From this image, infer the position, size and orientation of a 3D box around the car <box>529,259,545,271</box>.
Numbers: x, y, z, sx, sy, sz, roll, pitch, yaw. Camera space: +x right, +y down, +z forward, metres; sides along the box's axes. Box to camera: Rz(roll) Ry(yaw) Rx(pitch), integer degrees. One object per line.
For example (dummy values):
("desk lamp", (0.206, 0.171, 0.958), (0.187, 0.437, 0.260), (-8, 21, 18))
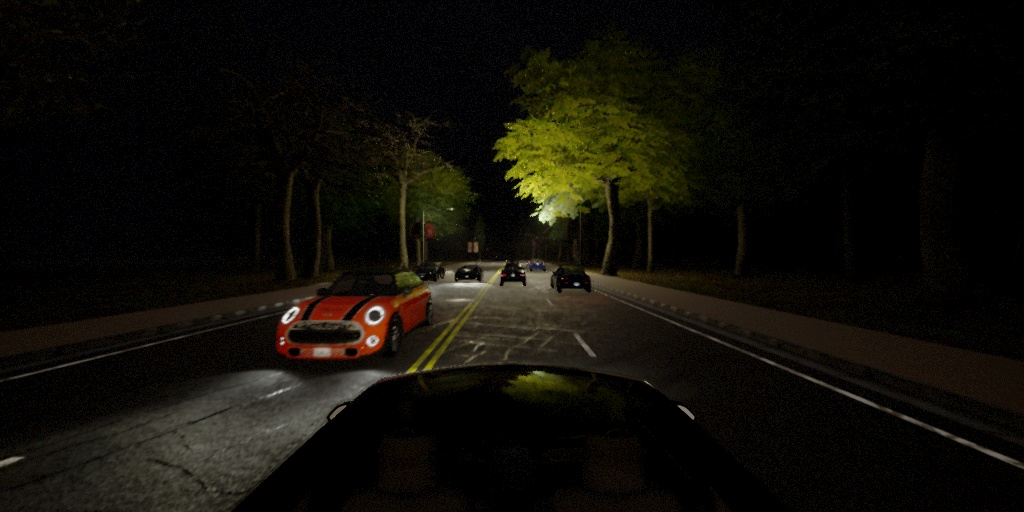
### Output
("car", (3.308, 1.133, 48.587), (2.097, 1.767, 4.553), (0, 0, 0))

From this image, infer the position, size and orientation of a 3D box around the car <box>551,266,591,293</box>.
("car", (3.358, 1.293, 20.916), (1.812, 1.442, 4.674), (0, 0, 0))

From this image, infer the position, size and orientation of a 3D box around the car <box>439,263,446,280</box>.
("car", (-6.546, 1.250, 28.660), (2.128, 1.511, 4.902), (0, 0, 1))

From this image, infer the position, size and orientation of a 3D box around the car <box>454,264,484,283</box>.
("car", (-3.300, 1.327, 28.259), (1.994, 1.385, 4.181), (0, 0, 0))

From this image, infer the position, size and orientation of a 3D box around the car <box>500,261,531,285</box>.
("car", (0.083, 1.313, 25.921), (2.033, 1.411, 5.357), (0, 0, 0))

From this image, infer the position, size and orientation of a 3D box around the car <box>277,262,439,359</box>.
("car", (-3.334, 1.102, 8.561), (2.097, 1.767, 4.553), (0, 0, 0))
